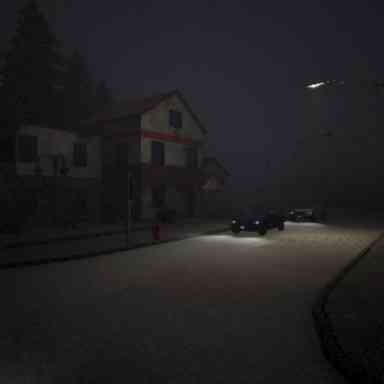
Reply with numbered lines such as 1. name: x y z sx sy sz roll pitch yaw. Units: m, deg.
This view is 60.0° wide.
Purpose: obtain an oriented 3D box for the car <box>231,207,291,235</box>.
1. car: 4.029 1.616 19.736 1.812 1.442 4.674 -1 0 35

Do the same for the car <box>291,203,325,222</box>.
1. car: 9.692 1.616 27.652 1.812 1.442 4.674 -1 0 36
